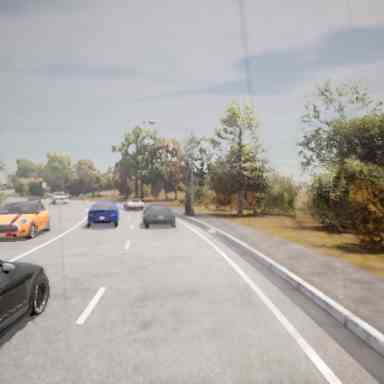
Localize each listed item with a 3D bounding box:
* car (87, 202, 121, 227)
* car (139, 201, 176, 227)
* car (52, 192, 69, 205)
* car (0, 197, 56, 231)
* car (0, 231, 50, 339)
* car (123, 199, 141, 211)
[{"bbox_3d":[-5.886,1.411,22.397,1.882,1.535,5.008,0,0,-11],"label":"car"},{"bbox_3d":[-2.253,1.491,22.057,1.994,1.385,4.181,0,0,-10],"label":"car"},{"bbox_3d":[-22.101,1.053,55.609,2.150,2.045,5.566,0,0,-29],"label":"car"},{"bbox_3d":[-8.631,1.312,16.699,2.097,1.767,4.553,0,0,-9],"label":"car"},{"bbox_3d":[-3.678,1.557,4.761,1.994,1.385,4.181,0,0,-3],"label":"car"},{"bbox_3d":[-7.033,1.477,39.638,1.895,1.301,4.718,0,0,-20],"label":"car"}]
